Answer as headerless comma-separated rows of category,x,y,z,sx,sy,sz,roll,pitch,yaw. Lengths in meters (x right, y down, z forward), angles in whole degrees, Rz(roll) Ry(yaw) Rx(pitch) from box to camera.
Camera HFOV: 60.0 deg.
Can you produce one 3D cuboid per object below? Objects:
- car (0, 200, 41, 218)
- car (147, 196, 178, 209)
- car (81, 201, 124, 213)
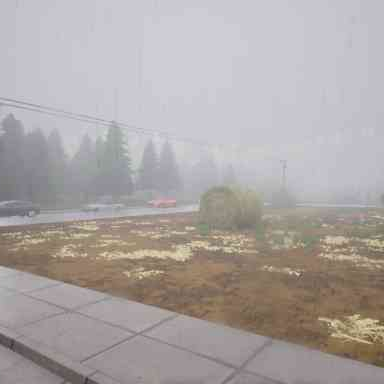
car,-15.883,1.531,29.188,1.837,1.490,4.892,0,0,37
car,-4.009,1.379,45.194,2.097,1.767,4.553,0,0,37
car,-9.943,1.628,37.206,1.895,1.301,4.718,0,0,37
